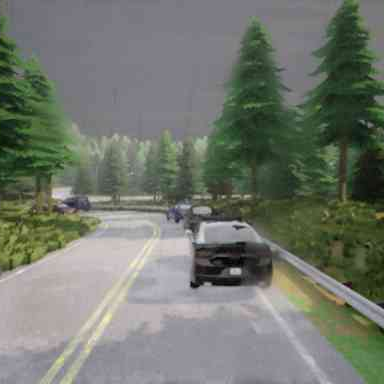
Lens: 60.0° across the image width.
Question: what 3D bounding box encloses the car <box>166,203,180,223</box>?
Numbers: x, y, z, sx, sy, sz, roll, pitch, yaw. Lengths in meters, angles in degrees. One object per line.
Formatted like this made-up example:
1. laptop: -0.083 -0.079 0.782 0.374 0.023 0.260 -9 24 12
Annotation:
1. car: -0.740 1.561 25.975 1.812 1.442 4.674 -1 0 -17

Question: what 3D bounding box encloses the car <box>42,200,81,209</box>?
1. car: -15.964 2.131 40.191 4.674 1.442 1.812 -3 2 35

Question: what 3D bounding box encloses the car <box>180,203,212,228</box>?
1. car: 0.547 1.521 19.594 1.882 1.535 5.008 0 0 -6

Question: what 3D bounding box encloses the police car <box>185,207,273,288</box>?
1. police car: 0.853 1.452 9.476 1.930 1.638 5.238 0 0 -1

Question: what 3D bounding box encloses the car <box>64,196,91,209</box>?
1. car: -15.741 1.683 43.899 5.566 2.045 2.150 -2 3 35

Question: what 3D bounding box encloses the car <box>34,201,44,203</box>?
1. car: -24.146 2.203 52.613 2.097 1.767 4.553 -2 0 -22
